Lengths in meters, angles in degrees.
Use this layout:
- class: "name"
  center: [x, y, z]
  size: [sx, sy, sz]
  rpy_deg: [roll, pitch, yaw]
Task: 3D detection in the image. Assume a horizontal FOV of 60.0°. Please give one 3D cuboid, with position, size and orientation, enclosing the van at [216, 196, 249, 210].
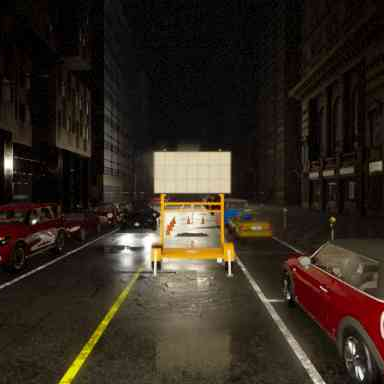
- class: "van"
  center: [2.794, 1.342, 22.049]
  size: [1.690, 1.788, 3.998]
  rpy_deg: [0, 0, 0]

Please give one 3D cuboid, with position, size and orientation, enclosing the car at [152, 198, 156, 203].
- class: "car"
  center: [-5.702, 1.571, 38.855]
  size: [1.947, 1.339, 4.313]
  rpy_deg: [0, 0, 0]

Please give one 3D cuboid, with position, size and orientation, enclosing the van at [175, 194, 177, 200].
- class: "van"
  center: [-5.619, 1.380, 89.275]
  size: [1.690, 1.788, 3.998]
  rpy_deg: [0, 0, 0]

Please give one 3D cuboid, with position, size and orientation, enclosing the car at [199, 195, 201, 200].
- class: "car"
  center: [2.860, 1.586, 61.260]
  size: [1.947, 1.339, 4.313]
  rpy_deg: [0, 0, 0]

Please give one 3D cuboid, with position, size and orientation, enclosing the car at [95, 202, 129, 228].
- class: "car"
  center: [-5.731, 1.440, 22.049]
  size: [1.967, 1.590, 4.097]
  rpy_deg: [0, 0, 0]

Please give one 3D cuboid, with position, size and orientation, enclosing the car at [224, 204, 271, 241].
- class: "car"
  center: [2.785, 1.525, 16.617]
  size: [1.752, 1.417, 4.829]
  rpy_deg: [0, 0, 0]

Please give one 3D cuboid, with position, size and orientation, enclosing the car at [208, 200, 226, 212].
- class: "car"
  center: [2.823, 1.588, 38.854]
  size: [1.802, 1.307, 4.206]
  rpy_deg: [0, 0, 0]

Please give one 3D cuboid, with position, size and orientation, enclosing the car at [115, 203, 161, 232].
- class: "car"
  center: [-2.969, 1.564, 19.927]
  size: [1.994, 1.385, 4.181]
  rpy_deg: [0, 0, 0]

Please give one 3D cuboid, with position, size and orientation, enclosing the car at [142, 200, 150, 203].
- class: "car"
  center: [-5.712, 1.569, 33.253]
  size: [1.947, 1.339, 4.313]
  rpy_deg: [0, 0, 0]

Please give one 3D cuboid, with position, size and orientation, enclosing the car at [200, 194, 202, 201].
- class: "car"
  center: [2.850, 1.456, 55.659]
  size: [1.967, 1.590, 4.097]
  rpy_deg: [0, 0, 0]

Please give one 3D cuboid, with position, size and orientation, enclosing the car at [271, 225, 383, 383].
- class: "car"
  center: [2.766, 1.440, 5.243]
  size: [1.967, 1.590, 4.097]
  rpy_deg: [0, 0, 0]

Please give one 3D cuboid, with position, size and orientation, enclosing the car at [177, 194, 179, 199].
- class: "car"
  center: [-5.609, 1.588, 94.877]
  size: [1.887, 1.381, 4.507]
  rpy_deg: [0, 0, 0]

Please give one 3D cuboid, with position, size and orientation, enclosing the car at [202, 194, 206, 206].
- class: "car"
  center: [2.831, 1.324, 44.455]
  size: [2.192, 1.841, 5.009]
  rpy_deg: [0, 0, 0]

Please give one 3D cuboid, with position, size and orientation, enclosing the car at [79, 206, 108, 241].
- class: "car"
  center: [-5.740, 1.581, 16.447]
  size: [1.802, 1.307, 4.206]
  rpy_deg: [0, 0, 0]

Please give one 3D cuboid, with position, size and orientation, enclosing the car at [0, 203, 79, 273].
- class: "car"
  center: [-5.750, 1.314, 10.845]
  size: [2.192, 1.841, 5.009]
  rpy_deg: [0, 0, 0]

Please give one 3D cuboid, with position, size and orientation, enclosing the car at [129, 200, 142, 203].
- class: "car"
  center: [-5.721, 1.552, 27.652]
  size: [2.008, 1.369, 4.403]
  rpy_deg: [0, 0, 0]

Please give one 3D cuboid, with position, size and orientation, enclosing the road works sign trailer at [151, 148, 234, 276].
- class: "road works sign trailer"
  center: [0.014, 0.464, 10.292]
  size: [2.380, 3.560, 2.880]
  rpy_deg: [0, 0, 0]

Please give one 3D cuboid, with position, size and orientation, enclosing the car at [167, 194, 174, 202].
- class: "car"
  center: [-5.647, 1.467, 72.468]
  size: [1.967, 1.590, 4.097]
  rpy_deg: [0, 0, 0]

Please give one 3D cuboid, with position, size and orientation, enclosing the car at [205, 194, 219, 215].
- class: "car"
  center: [2.812, 1.319, 33.252]
  size: [2.192, 1.841, 5.009]
  rpy_deg: [0, 0, 0]

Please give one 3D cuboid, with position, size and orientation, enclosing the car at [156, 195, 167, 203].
- class: "car"
  center: [-5.675, 1.560, 55.662]
  size: [1.887, 1.381, 4.507]
  rpy_deg: [0, 0, 0]

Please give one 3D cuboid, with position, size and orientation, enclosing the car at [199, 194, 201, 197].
- class: "car"
  center: [2.869, 1.464, 66.862]
  size: [1.967, 1.590, 4.097]
  rpy_deg: [0, 0, 0]
